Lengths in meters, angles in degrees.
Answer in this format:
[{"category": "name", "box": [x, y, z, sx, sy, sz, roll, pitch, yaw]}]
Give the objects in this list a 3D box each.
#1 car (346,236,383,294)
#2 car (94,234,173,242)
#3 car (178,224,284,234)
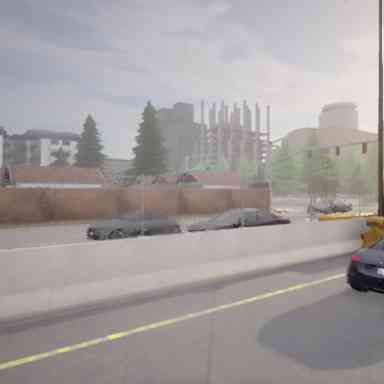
[{"category": "car", "box": [5.419, 1.540, 7.624, 4.181, 1.385, 1.994, 0, 0, -35]}, {"category": "car", "box": [-2.568, 1.547, 15.063, 4.181, 1.385, 1.994, 0, 0, -36]}, {"category": "car", "box": [2.034, 1.453, 14.048, 5.008, 1.535, 1.882, 0, 0, -35]}]
